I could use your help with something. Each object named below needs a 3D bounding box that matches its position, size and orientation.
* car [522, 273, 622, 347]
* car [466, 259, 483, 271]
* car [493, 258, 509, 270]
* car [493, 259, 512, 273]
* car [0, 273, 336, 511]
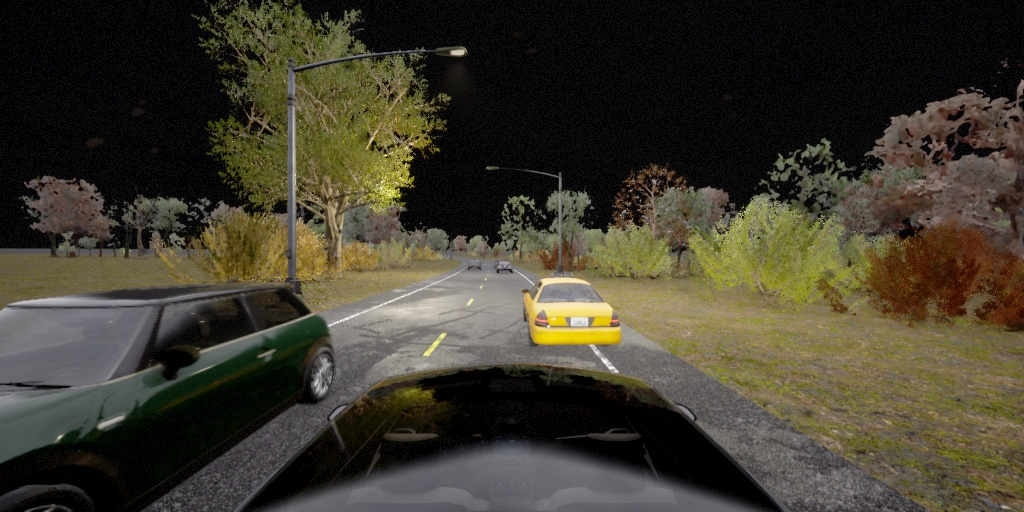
[{"bbox_3d":[1.245,1.201,9.246,1.801,1.575,5.366,0,0,0],"label":"car"},{"bbox_3d":[-5.000,1.176,47.818,1.837,1.490,4.892,0,0,-4],"label":"car"},{"bbox_3d":[-1.717,1.144,53.190,2.128,1.511,4.902,0,0,-4],"label":"car"},{"bbox_3d":[-0.961,1.230,42.369,2.033,1.411,5.357,0,0,-4],"label":"car"},{"bbox_3d":[-3.602,1.101,3.269,2.097,1.767,4.553,0,0,0],"label":"car"}]
